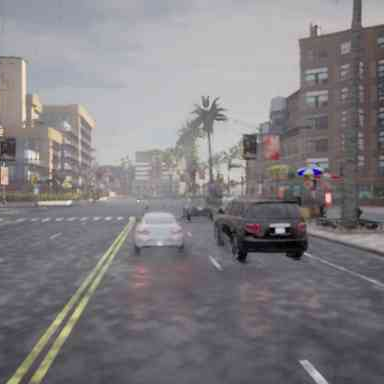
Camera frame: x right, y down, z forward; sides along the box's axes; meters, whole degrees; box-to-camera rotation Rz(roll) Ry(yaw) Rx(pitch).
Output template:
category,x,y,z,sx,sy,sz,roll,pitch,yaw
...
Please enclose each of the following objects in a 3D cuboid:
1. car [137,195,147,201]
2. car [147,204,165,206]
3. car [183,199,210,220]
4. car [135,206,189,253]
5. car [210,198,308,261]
category,x,y,z,sx,sy,sz,roll,pitch,yaw
car,-14.499,1.694,93.869,1.994,1.385,4.181,0,0,-7
car,-2.997,1.635,27.418,1.895,1.301,4.718,0,0,-6
car,0.420,1.366,28.353,2.097,1.767,4.553,0,0,-6
car,-1.361,1.542,13.789,1.812,1.442,4.674,0,0,-6
car,2.304,1.218,12.455,2.150,2.045,5.566,0,0,-6
